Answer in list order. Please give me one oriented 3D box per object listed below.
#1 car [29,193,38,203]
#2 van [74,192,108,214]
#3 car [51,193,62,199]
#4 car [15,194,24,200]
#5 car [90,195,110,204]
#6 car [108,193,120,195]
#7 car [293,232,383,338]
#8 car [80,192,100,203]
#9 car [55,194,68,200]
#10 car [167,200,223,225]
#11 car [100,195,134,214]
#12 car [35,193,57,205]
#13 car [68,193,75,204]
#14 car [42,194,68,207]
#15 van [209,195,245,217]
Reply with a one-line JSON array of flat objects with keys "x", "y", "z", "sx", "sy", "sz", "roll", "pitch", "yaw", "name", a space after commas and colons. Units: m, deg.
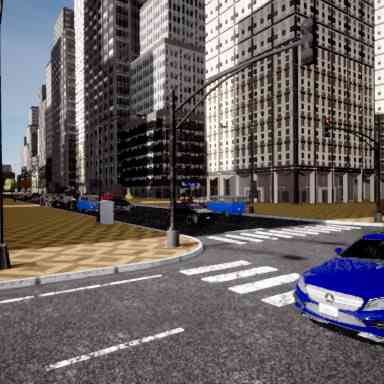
[{"x": -28.973, "y": 1.300, "z": 61.400, "sx": 1.802, "sy": 1.307, "sz": 4.206, "roll": 0, "pitch": 0, "yaw": -34, "name": "car"}, {"x": -10.340, "y": 1.218, "z": 33.878, "sx": 1.690, "sy": 1.788, "sz": 3.998, "roll": 0, "pitch": 0, "yaw": -34, "name": "van"}, {"x": -34.552, "y": 1.067, "z": 84.586, "sx": 1.752, "sy": 1.417, "sz": 4.829, "roll": 0, "pitch": 0, "yaw": -34, "name": "car"}, {"x": -41.396, "y": 1.191, "z": 79.747, "sx": 1.802, "sy": 1.307, "sz": 4.206, "roll": 0, "pitch": 0, "yaw": -34, "name": "car"}, {"x": -15.823, "y": 1.249, "z": 56.924, "sx": 1.887, "sy": 1.381, "sz": 4.507, "roll": 0, "pitch": 0, "yaw": -34, "name": "car"}, {"x": -12.717, "y": 1.046, "z": 52.336, "sx": 2.192, "sy": 1.841, "sz": 5.009, "roll": 0, "pitch": 0, "yaw": -34, "name": "car"}, {"x": 3.959, "y": 1.531, "z": 6.388, "sx": 4.674, "sy": 1.442, "sz": 1.812, "roll": 0, "pitch": 0, "yaw": -35, "name": "car"}, {"x": -18.929, "y": 0.993, "z": 61.510, "sx": 2.192, "sy": 1.841, "sz": 5.009, "roll": 0, "pitch": 0, "yaw": -34, "name": "car"}, {"x": -31.351, "y": 1.120, "z": 79.859, "sx": 2.008, "sy": 1.369, "sz": 4.403, "roll": 0, "pitch": 0, "yaw": -34, "name": "car"}, {"x": -0.069, "y": 1.488, "z": 23.322, "sx": 1.994, "sy": 1.385, "sz": 4.181, "roll": -1, "pitch": 1, "yaw": -34, "name": "car"}, {"x": -7.627, "y": 1.387, "z": 34.489, "sx": 1.812, "sy": 1.442, "sz": 4.674, "roll": -1, "pitch": 1, "yaw": -34, "name": "car"}, {"x": -22.762, "y": 1.322, "z": 52.226, "sx": 2.008, "sy": 1.369, "sz": 4.403, "roll": 0, "pitch": 0, "yaw": -34, "name": "car"}, {"x": -19.467, "y": 1.308, "z": 52.151, "sx": 2.033, "sy": 1.411, "sz": 5.357, "roll": -1, "pitch": 1, "yaw": -34, "name": "car"}, {"x": -19.656, "y": 1.364, "z": 47.639, "sx": 1.947, "sy": 1.339, "sz": 4.313, "roll": 0, "pitch": 0, "yaw": -34, "name": "car"}, {"x": 2.902, "y": 1.203, "z": 29.470, "sx": 1.690, "sy": 1.788, "sz": 3.998, "roll": 0, "pitch": 0, "yaw": -34, "name": "van"}]
